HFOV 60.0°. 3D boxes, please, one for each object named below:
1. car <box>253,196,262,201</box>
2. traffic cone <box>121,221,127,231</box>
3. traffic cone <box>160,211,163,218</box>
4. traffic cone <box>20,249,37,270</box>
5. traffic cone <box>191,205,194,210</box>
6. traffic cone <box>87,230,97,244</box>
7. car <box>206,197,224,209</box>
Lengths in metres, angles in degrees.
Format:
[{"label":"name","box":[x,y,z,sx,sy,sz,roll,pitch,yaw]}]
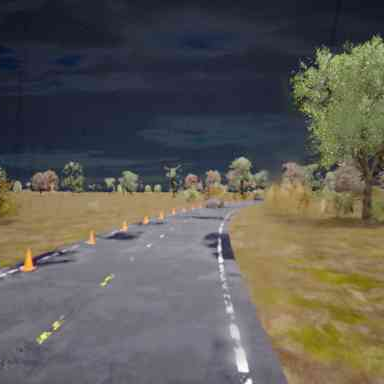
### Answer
[{"label":"car","box":[18.397,1.792,91.838,1.895,1.301,4.718,0,0,27]},{"label":"traffic cone","box":[-4.036,2.012,19.932,0.340,0.580,0.340,0,0,6]},{"label":"traffic cone","box":[-2.753,2.043,29.981,0.340,0.580,0.340,0,0,9]},{"label":"traffic cone","box":[-4.825,1.979,9.831,0.340,0.580,0.340,0,0,3]},{"label":"traffic cone","box":[0.094,2.078,44.907,0.340,0.580,0.340,0,0,13]},{"label":"traffic cone","box":[-4.492,1.995,14.886,0.340,0.580,0.340,0,0,4]},{"label":"car","box":[3.348,1.485,47.944,2.097,1.767,4.553,0,0,14]}]
